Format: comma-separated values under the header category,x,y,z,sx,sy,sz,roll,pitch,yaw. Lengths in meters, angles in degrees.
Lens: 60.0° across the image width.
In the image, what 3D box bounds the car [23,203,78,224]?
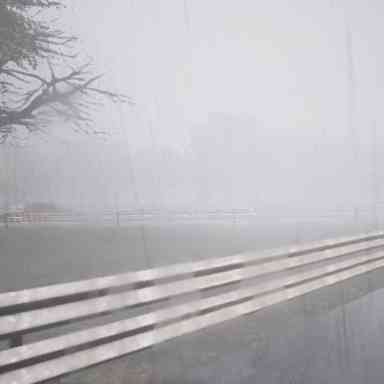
category,x,y,z,sx,sy,sz,roll,pitch,yaw
car,-15.064,2.150,35.419,5.566,2.045,2.150,-1,0,4

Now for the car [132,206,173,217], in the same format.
category,x,y,z,sx,sy,sz,roll,pitch,yaw
car,-4.969,2.452,41.741,5.357,1.411,2.033,-1,0,4

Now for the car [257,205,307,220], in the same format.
category,x,y,z,sx,sy,sz,roll,pitch,yaw
car,9.135,2.020,33.753,5.008,1.535,1.882,-1,0,4
